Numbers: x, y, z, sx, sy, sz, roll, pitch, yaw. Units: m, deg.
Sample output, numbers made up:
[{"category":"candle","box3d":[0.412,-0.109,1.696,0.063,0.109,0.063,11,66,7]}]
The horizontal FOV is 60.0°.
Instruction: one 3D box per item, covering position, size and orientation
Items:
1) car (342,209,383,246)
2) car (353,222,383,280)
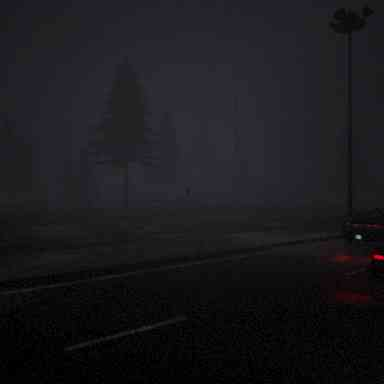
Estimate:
[{"category":"car","box3d":[8.224,1.464,13.826,4.902,1.511,2.128,0,0,-35]},{"category":"car","box3d":[6.571,1.528,8.417,5.357,1.411,2.033,0,0,-35]}]
